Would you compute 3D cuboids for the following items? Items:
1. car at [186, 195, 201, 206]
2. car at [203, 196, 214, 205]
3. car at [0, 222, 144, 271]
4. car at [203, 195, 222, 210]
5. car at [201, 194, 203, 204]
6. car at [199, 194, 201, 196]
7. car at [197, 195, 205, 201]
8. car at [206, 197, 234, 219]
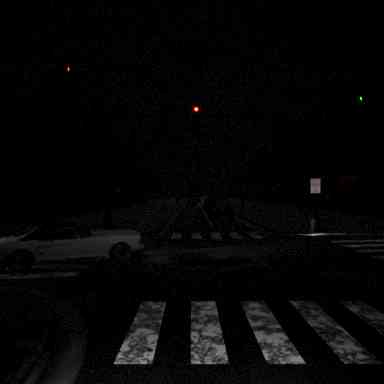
[{"bbox_3d":[-0.015,1.664,55.967,1.994,1.385,4.181,0,0,0],"label":"car"},{"bbox_3d":[2.941,1.575,61.126,1.801,1.575,5.366,0,0,0],"label":"car"},{"bbox_3d":[-4.008,1.671,11.057,4.718,1.301,1.895,-2,0,-17],"label":"car"},{"bbox_3d":[2.580,1.356,35.138,2.192,1.841,5.009,-1,0,0],"label":"car"},{"bbox_3d":[2.572,1.369,40.541,2.192,1.841,5.009,-1,0,0],"label":"car"},{"bbox_3d":[2.895,1.498,67.907,2.097,1.767,4.553,0,0,0],"label":"car"},{"bbox_3d":[2.498,1.702,94.564,1.967,1.590,4.097,-1,0,0],"label":"car"},{"bbox_3d":[2.589,1.470,29.736,1.967,1.590,4.097,-1,0,0],"label":"car"}]
